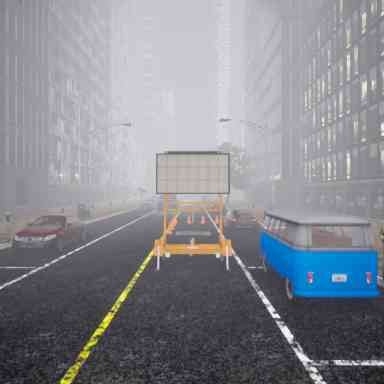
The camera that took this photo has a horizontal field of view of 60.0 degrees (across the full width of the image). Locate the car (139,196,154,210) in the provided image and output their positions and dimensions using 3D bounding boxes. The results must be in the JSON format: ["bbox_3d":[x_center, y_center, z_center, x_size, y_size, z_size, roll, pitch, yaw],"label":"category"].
[{"bbox_3d":[-5.566,1.548,42.137,2.008,1.369,4.403,0,0,0],"label":"car"}]

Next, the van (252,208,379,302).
[{"bbox_3d":[2.712,1.341,7.955,1.690,1.788,3.998,0,0,0],"label":"van"}]

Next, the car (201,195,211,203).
[{"bbox_3d":[2.901,1.401,70.570,1.967,1.590,4.097,0,0,0],"label":"car"}]

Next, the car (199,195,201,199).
[{"bbox_3d":[2.884,1.410,64.878,1.967,1.590,4.097,0,0,0],"label":"car"}]

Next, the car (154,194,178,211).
[{"bbox_3d":[-2.882,1.219,40.281,2.150,2.045,5.566,0,0,0],"label":"car"}]

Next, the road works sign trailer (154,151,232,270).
[{"bbox_3d":[0.031,0.464,10.982,2.380,3.560,2.880,0,0,0],"label":"road works sign trailer"}]

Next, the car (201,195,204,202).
[{"bbox_3d":[2.849,1.538,53.493,2.008,1.369,4.403,0,0,0],"label":"car"}]

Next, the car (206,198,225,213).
[{"bbox_3d":[2.798,1.581,36.416,1.802,1.307,4.206,0,0,0],"label":"car"}]

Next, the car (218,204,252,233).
[{"bbox_3d":[2.746,1.581,19.338,1.802,1.307,4.206,0,0,0],"label":"car"}]

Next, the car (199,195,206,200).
[{"bbox_3d":[2.970,1.463,93.341,1.887,1.381,4.507,0,0,0],"label":"car"}]

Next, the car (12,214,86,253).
[{"bbox_3d":[-5.652,1.582,13.674,1.802,1.307,4.206,0,0,0],"label":"car"}]

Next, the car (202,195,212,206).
[{"bbox_3d":[2.832,1.544,47.801,2.008,1.369,4.403,0,0,0],"label":"car"}]
